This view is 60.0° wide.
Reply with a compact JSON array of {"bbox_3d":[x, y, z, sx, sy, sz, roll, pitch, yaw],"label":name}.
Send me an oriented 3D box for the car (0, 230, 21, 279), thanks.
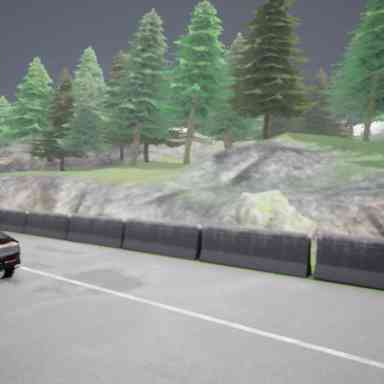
[{"bbox_3d":[-6.259,1.385,8.424,4.902,1.511,2.128,1,0,35],"label":"car"}]
